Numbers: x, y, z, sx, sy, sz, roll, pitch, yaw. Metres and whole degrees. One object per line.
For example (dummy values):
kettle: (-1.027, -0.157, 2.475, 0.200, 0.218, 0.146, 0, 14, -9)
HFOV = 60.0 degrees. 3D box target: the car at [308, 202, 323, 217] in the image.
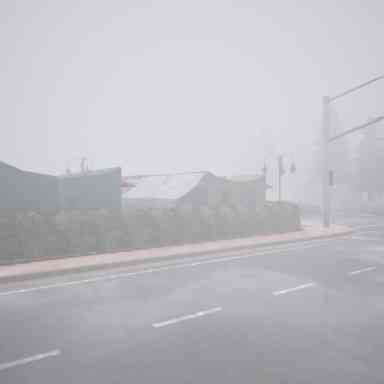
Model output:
car: (10.171, 1.491, 31.676, 2.128, 1.511, 4.902, 0, 0, -37)

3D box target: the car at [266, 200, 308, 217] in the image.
car: (7.359, 1.491, 29.592, 2.128, 1.511, 4.902, 0, 0, -37)
